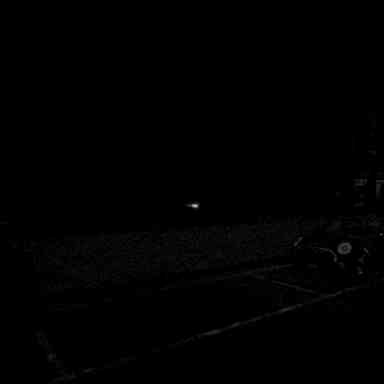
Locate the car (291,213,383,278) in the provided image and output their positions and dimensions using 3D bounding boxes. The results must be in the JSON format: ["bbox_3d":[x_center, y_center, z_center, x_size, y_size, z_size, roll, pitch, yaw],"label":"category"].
[{"bbox_3d":[4.875,1.460,10.120,4.097,1.590,1.967,0,0,-35],"label":"car"}]

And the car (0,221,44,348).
[{"bbox_3d":[-4.301,1.312,3.575,5.009,1.841,2.192,0,0,-35],"label":"car"}]
